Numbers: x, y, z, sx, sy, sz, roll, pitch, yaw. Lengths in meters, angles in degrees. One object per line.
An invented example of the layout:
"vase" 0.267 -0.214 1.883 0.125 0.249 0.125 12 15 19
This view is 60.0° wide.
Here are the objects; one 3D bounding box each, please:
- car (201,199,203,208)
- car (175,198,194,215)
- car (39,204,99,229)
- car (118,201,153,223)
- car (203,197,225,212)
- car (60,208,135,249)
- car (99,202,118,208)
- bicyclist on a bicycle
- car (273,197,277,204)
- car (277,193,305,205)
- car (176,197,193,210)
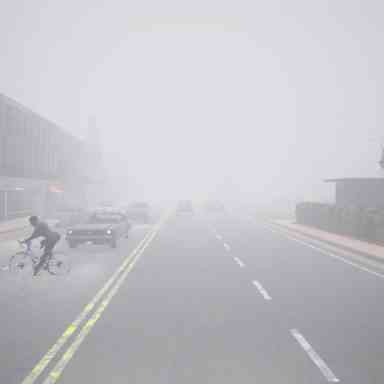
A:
"car" 2.384 1.477 48.478 1.882 1.535 5.008 0 0 -1
"car" -0.731 1.547 34.312 2.033 1.411 5.357 0 0 -2
"car" -7.534 1.492 20.234 2.128 1.511 4.902 0 0 -1
"car" -4.115 1.506 25.616 1.837 1.490 4.892 0 0 -1
"car" 2.667 1.564 38.446 1.994 1.385 4.181 0 0 -2
"car" -3.936 1.601 14.766 1.895 1.301 4.718 0 0 -1
"car" -7.799 1.601 30.404 1.895 1.301 4.718 0 0 -1
"bicyclist on a bicycle" -4.011 1.453 8.791 1.656 1.620 0.582 -1 0 -2
"car" 16.364 1.153 57.145 4.605 1.855 1.932 0 0 -3
"car" 16.457 1.156 54.252 3.866 1.878 1.905 0 0 -3
"car" -1.007 1.491 44.913 2.128 1.511 4.902 0 0 -1
